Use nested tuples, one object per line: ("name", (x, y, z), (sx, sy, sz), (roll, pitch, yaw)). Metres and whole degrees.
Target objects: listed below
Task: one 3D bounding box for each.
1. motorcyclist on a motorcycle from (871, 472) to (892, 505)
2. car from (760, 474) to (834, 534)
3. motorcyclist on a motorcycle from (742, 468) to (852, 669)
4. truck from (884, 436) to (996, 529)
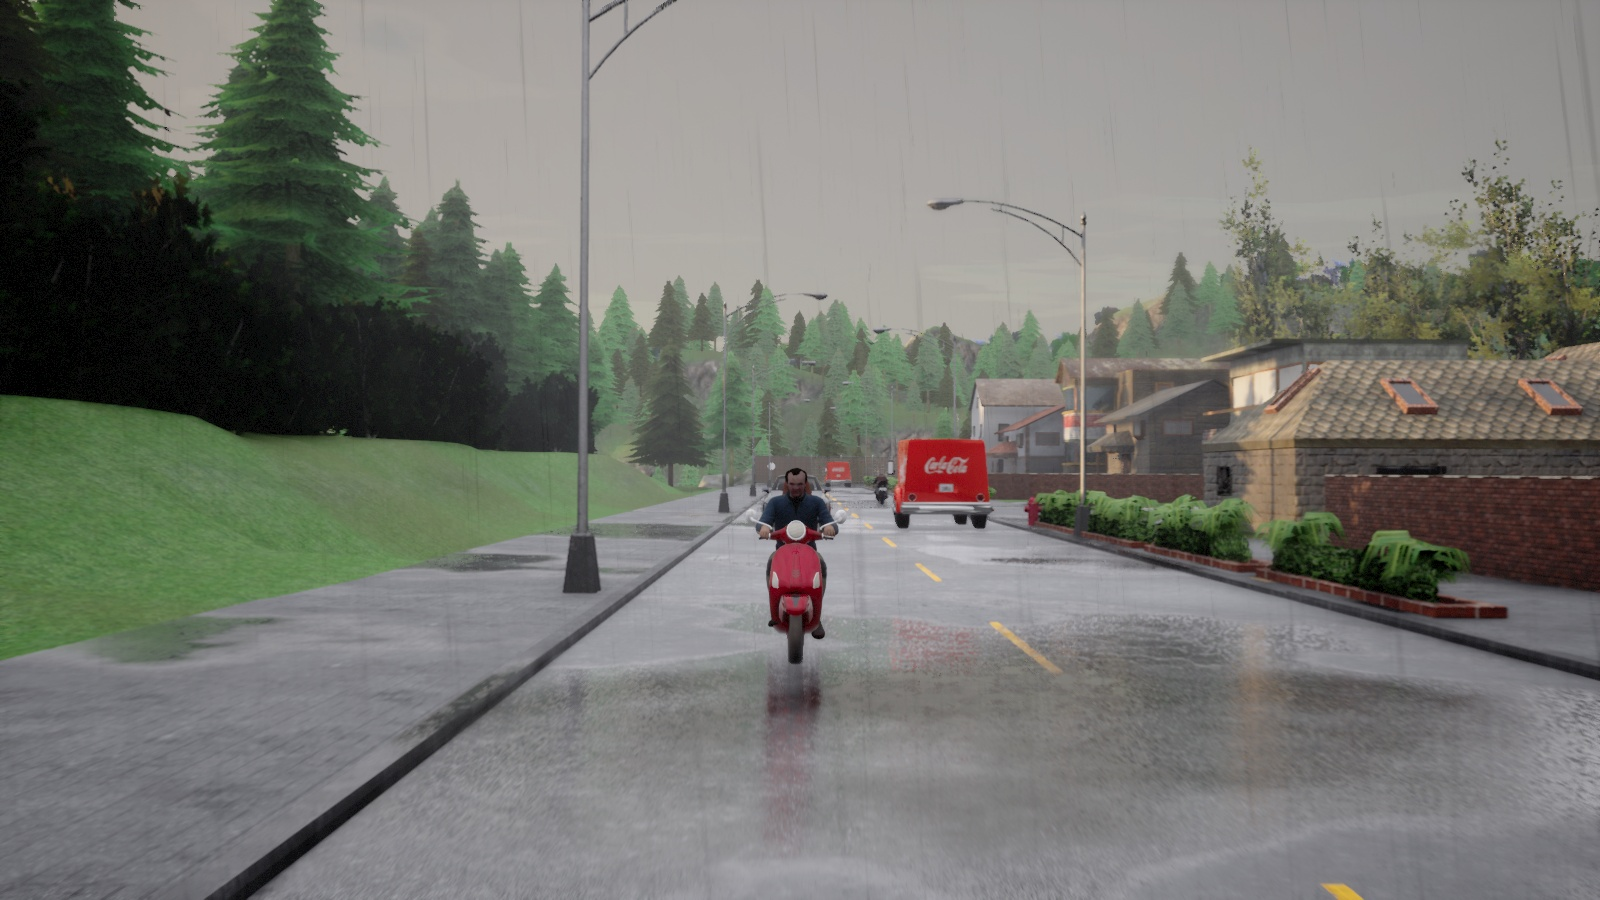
("motorcyclist on a motorcycle", (3.866, 1.837, 59.876), (0.866, 1.530, 2.191), (0, -1, 0))
("car", (-0.081, 1.385, 33.224), (1.816, 1.474, 4.193), (0, -1, 0))
("motorcyclist on a motorcycle", (-0.027, 0.950, 10.849), (0.866, 1.590, 1.817), (0, -1, 0))
("truck", (3.910, 0.919, 36.222), (2.627, 2.467, 5.204), (0, -1, 0))
